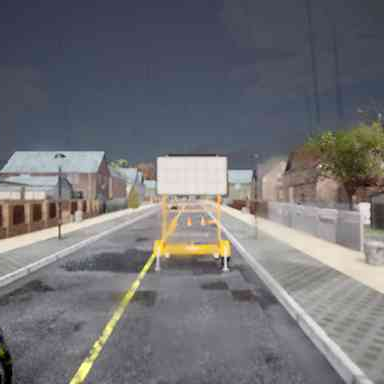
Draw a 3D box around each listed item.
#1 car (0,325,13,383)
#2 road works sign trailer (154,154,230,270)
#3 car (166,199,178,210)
[{"bbox_3d":[-2.851,1.573,1.754,1.994,1.385,4.181,0,0,0],"label":"car"},{"bbox_3d":[-0.001,0.520,11.216,2.380,3.560,2.880,0,0,0],"label":"road works sign trailer"},{"bbox_3d":[-2.896,1.771,45.350,2.128,1.511,4.902,0,0,0],"label":"car"}]
